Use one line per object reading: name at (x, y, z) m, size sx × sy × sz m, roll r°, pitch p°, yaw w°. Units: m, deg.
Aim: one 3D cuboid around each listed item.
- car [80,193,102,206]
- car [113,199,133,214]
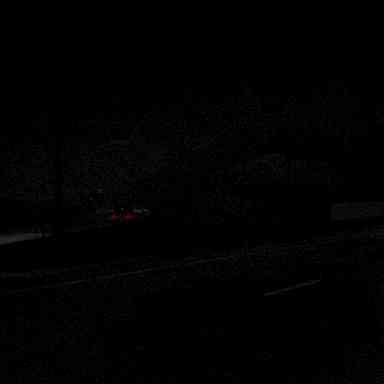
car at (-16.093, 1.114, 52.814) m, size 2.150 × 2.045 × 5.566 m, roll 0°, pitch 0°, yaw -34°
car at (-7.169, 1.439, 34.604) m, size 1.812 × 1.442 × 4.674 m, roll 0°, pitch 0°, yaw -9°
